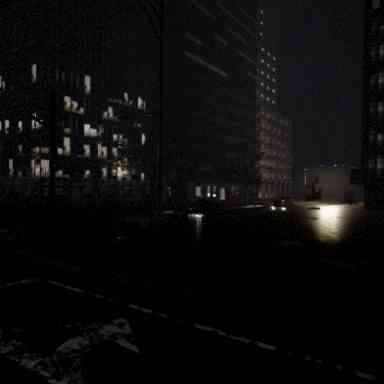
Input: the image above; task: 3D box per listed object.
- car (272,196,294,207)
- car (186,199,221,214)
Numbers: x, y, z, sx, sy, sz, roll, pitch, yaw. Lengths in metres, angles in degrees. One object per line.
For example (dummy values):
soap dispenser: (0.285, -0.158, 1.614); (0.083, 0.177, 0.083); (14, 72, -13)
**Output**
car: (14.157, 1.350, 51.860); (2.097, 1.767, 4.553); (1, 1, 37)
car: (1.283, 1.420, 34.754); (1.812, 1.442, 4.674); (1, 1, 37)
